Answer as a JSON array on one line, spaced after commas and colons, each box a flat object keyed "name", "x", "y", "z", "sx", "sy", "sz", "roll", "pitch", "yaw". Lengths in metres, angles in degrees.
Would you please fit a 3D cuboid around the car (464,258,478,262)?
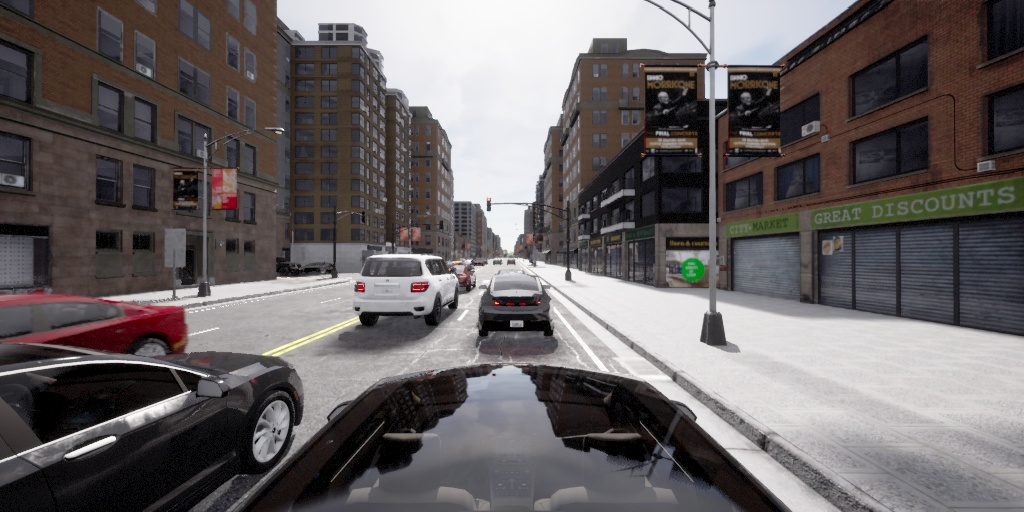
[{"name": "car", "x": -6.696, "y": 1.261, "z": 52.542, "sx": 2.128, "sy": 1.511, "sz": 4.902, "roll": 0, "pitch": 0, "yaw": 0}]

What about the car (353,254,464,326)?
[{"name": "car", "x": -3.173, "y": 0.972, "z": 11.856, "sx": 2.150, "sy": 2.045, "sz": 5.566, "roll": 0, "pitch": 0, "yaw": 1}]

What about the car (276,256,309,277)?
[{"name": "car", "x": -23.555, "y": 0.973, "z": 35.212, "sx": 5.566, "sy": 2.045, "sz": 2.150, "roll": 0, "pitch": 0, "yaw": 0}]

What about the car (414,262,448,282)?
[{"name": "car", "x": -6.658, "y": 1.281, "z": 29.860, "sx": 1.812, "sy": 1.442, "sz": 4.674, "roll": 0, "pitch": 0, "yaw": 0}]

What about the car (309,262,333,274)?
[{"name": "car", "x": -22.227, "y": 1.346, "z": 40.689, "sx": 4.313, "sy": 1.339, "sz": 1.948, "roll": 0, "pitch": 0, "yaw": 0}]

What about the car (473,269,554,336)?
[{"name": "car", "x": 0.085, "y": 1.256, "z": 10.348, "sx": 1.837, "sy": 1.490, "sz": 4.892, "roll": 0, "pitch": 0, "yaw": 0}]

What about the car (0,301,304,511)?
[{"name": "car", "x": -3.153, "y": 1.255, "z": 1.903, "sx": 1.837, "sy": 1.490, "sz": 4.892, "roll": 0, "pitch": 0, "yaw": 0}]

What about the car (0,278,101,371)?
[{"name": "car", "x": -9.857, "y": 1.227, "z": 5.269, "sx": 1.882, "sy": 1.535, "sz": 5.008, "roll": 0, "pitch": 0, "yaw": 0}]

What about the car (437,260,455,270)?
[{"name": "car", "x": -9.948, "y": 1.334, "z": 54.242, "sx": 1.994, "sy": 1.385, "sz": 4.181, "roll": 0, "pitch": 0, "yaw": 0}]

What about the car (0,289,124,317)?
[{"name": "car", "x": -6.605, "y": 1.227, "z": 4.172, "sx": 1.882, "sy": 1.535, "sz": 5.008, "roll": 0, "pitch": 0, "yaw": 0}]

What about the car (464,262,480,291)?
[{"name": "car", "x": -3.248, "y": 1.279, "z": 21.556, "sx": 1.812, "sy": 1.442, "sz": 4.674, "roll": 0, "pitch": 0, "yaw": 0}]
